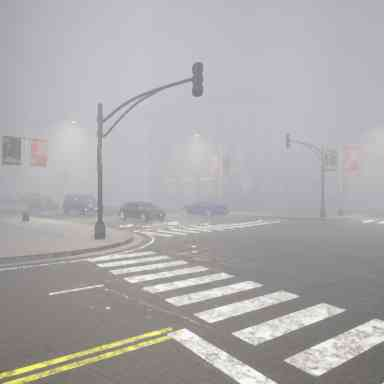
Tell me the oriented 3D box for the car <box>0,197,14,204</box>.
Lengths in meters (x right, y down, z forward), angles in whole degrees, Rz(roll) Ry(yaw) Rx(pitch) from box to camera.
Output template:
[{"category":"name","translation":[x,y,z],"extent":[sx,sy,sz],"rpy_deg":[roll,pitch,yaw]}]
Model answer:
[{"category":"car","translation":[-33.616,1.532,61.001],"extent":[1.994,1.385,4.181],"rpy_deg":[0,0,-45]}]

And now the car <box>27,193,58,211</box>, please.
[{"category":"car","translation":[-18.109,1.333,40.569],"extent":[2.097,1.767,4.553],"rpy_deg":[0,0,-45]}]

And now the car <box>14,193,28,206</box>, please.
[{"category":"car","translation":[-26.039,1.198,53.402],"extent":[5.566,2.045,2.150],"rpy_deg":[0,0,45]}]

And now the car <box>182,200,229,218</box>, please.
[{"category":"car","translation":[1.125,1.476,30.557],"extent":[1.882,1.535,5.008],"rpy_deg":[0,0,-44]}]

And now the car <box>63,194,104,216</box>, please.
[{"category":"car","translation":[-11.021,1.207,33.446],"extent":[2.150,2.045,5.566],"rpy_deg":[0,0,-45]}]

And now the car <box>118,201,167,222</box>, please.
[{"category":"car","translation":[-4.013,1.495,26.412],"extent":[1.837,1.490,4.892],"rpy_deg":[0,0,-44]}]
